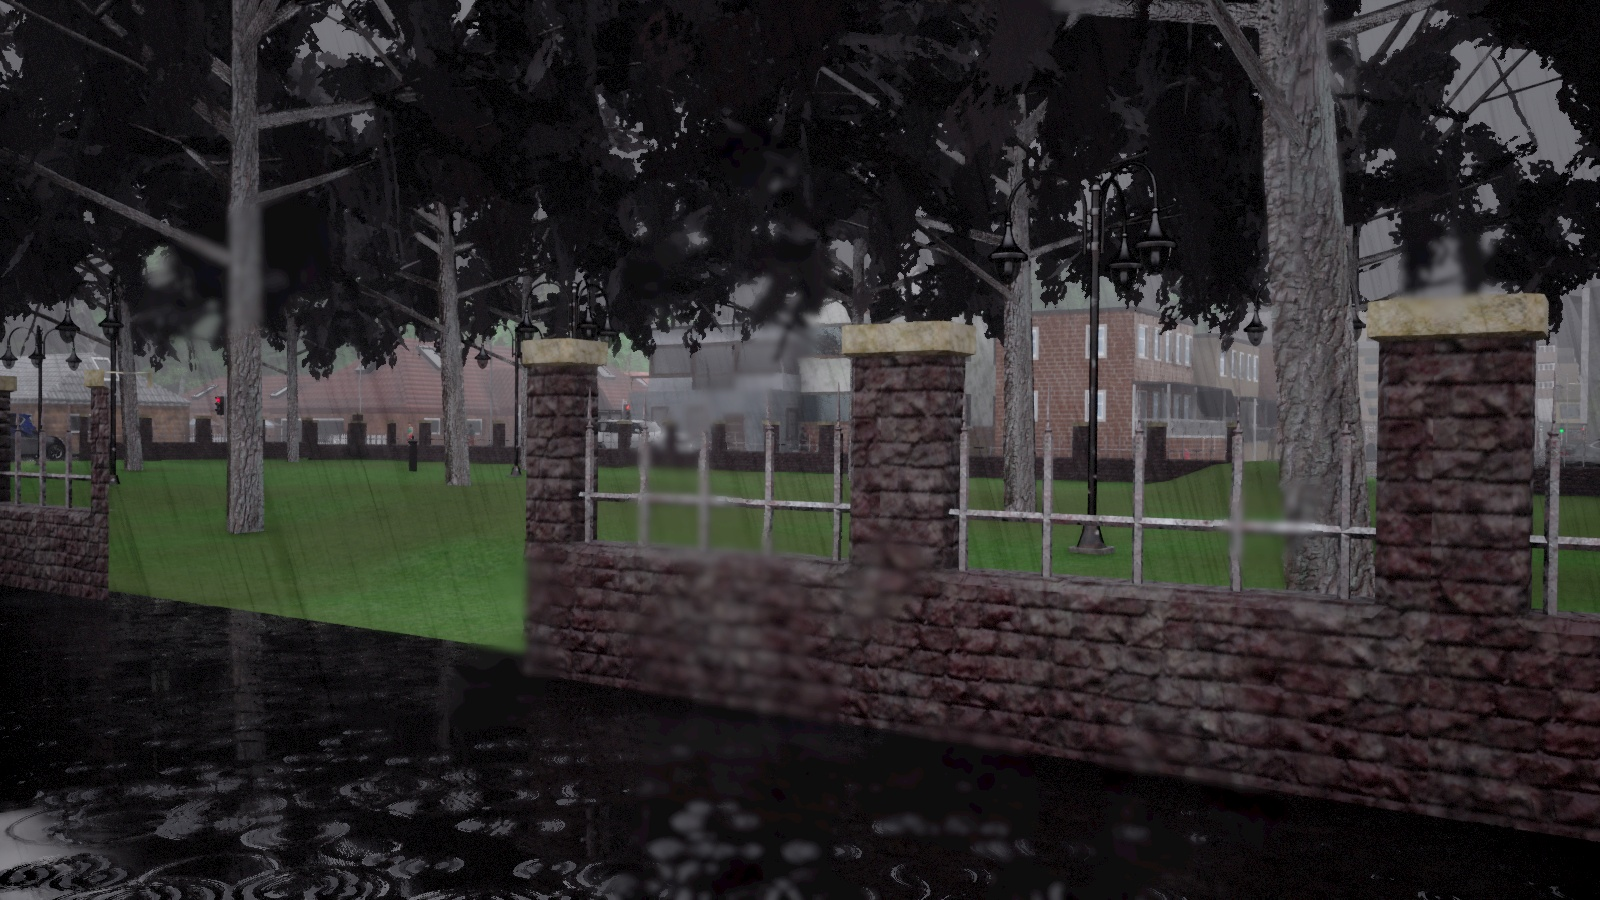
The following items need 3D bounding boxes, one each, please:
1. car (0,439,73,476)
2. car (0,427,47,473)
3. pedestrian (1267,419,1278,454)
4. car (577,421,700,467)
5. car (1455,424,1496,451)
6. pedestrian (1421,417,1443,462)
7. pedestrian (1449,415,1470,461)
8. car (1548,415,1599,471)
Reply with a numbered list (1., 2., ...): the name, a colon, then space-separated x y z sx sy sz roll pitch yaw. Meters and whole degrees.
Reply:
1. car: -33.263 0.317 53.399 1.845 1.501 3.633 0 1 32
2. car: -36.748 0.026 55.470 2.150 2.045 5.566 0 1 34
3. pedestrian: 26.765 -0.772 71.126 0.396 1.930 0.692 0 1 42
4. car: -7.590 -0.284 58.786 5.566 2.045 2.150 0 1 31
5. car: 40.686 -0.771 75.580 1.851 1.617 3.988 0 1 33
6. pedestrian: 26.421 -0.432 52.510 0.694 1.848 0.540 0 1 6
7. pedestrian: 27.624 -0.500 52.611 0.692 1.930 0.396 0 1 8
8. car: 25.078 -0.223 37.050 5.027 1.651 2.152 0 1 35
